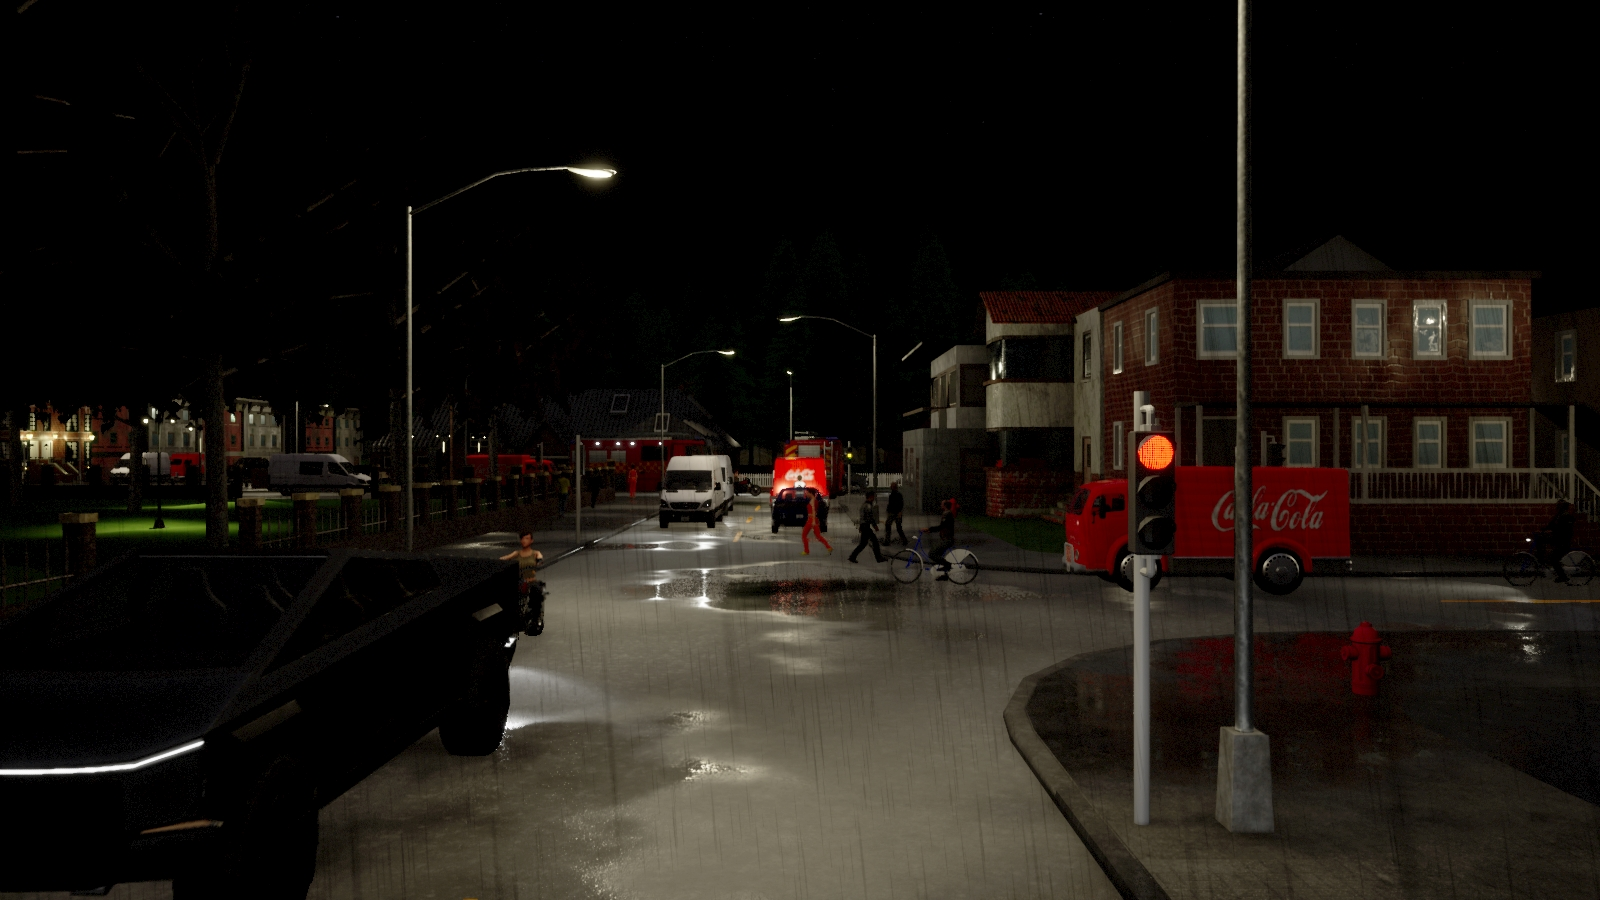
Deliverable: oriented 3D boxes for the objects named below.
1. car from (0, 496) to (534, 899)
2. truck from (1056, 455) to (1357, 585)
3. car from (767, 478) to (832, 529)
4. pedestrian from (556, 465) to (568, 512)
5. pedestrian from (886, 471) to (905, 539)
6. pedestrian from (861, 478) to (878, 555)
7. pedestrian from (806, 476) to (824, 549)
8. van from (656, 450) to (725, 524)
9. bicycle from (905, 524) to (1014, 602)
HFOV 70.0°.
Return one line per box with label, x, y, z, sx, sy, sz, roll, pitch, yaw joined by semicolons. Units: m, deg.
car;-4.016;1.529;8.670;2.390;2.098;6.274;0;0;1
truck;8.062;1.337;23.184;5.204;2.467;2.627;0;0;2
car;-0.015;1.797;39.830;2.097;1.535;5.006;0;0;0
pedestrian;-9.363;1.507;44.928;0.375;1.860;0.375;0;0;1
pedestrian;2.632;1.502;31.455;0.375;1.860;0.375;0;0;-40
pedestrian;1.690;1.617;27.774;0.375;1.860;0.375;0;0;-2
pedestrian;0.397;1.616;29.720;0.375;1.860;0.375;0;0;21
van;-4.007;1.296;42.666;1.988;2.561;5.915;0;0;0
bicycle;2.741;1.931;19.657;1.835;1.271;0.329;0;0;12
